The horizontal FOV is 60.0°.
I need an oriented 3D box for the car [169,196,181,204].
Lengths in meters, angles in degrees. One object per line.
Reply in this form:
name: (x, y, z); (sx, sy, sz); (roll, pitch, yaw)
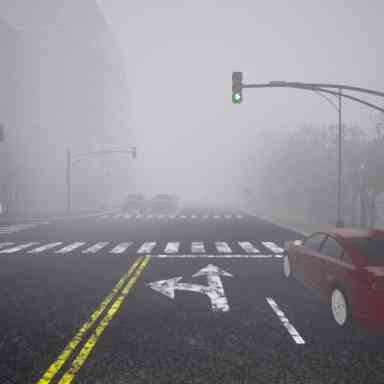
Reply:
car: (-3.311, 1.523, 65.522); (2.128, 1.511, 4.902); (0, 0, 0)

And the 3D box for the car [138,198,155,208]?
car: (-6.613, 1.619, 48.896); (1.895, 1.301, 4.718); (0, 0, 0)

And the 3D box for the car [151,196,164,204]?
car: (-6.573, 1.578, 63.946); (2.033, 1.411, 5.357); (0, 0, 0)

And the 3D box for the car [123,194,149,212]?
car: (-6.611, 1.233, 39.172); (2.150, 2.045, 5.566); (0, 0, 0)

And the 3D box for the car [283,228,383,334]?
car: (3.347, 1.478, 6.908); (1.882, 1.535, 5.008); (0, 0, 0)

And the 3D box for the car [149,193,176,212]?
car: (-3.363, 1.233, 39.043); (2.150, 2.045, 5.566); (0, 0, -1)

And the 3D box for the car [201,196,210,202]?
car: (3.225, 1.569, 78.611); (1.812, 1.442, 4.674); (0, 0, 0)

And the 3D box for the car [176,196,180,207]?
car: (-3.363, 1.239, 49.397); (2.150, 2.045, 5.566); (0, 0, 0)
